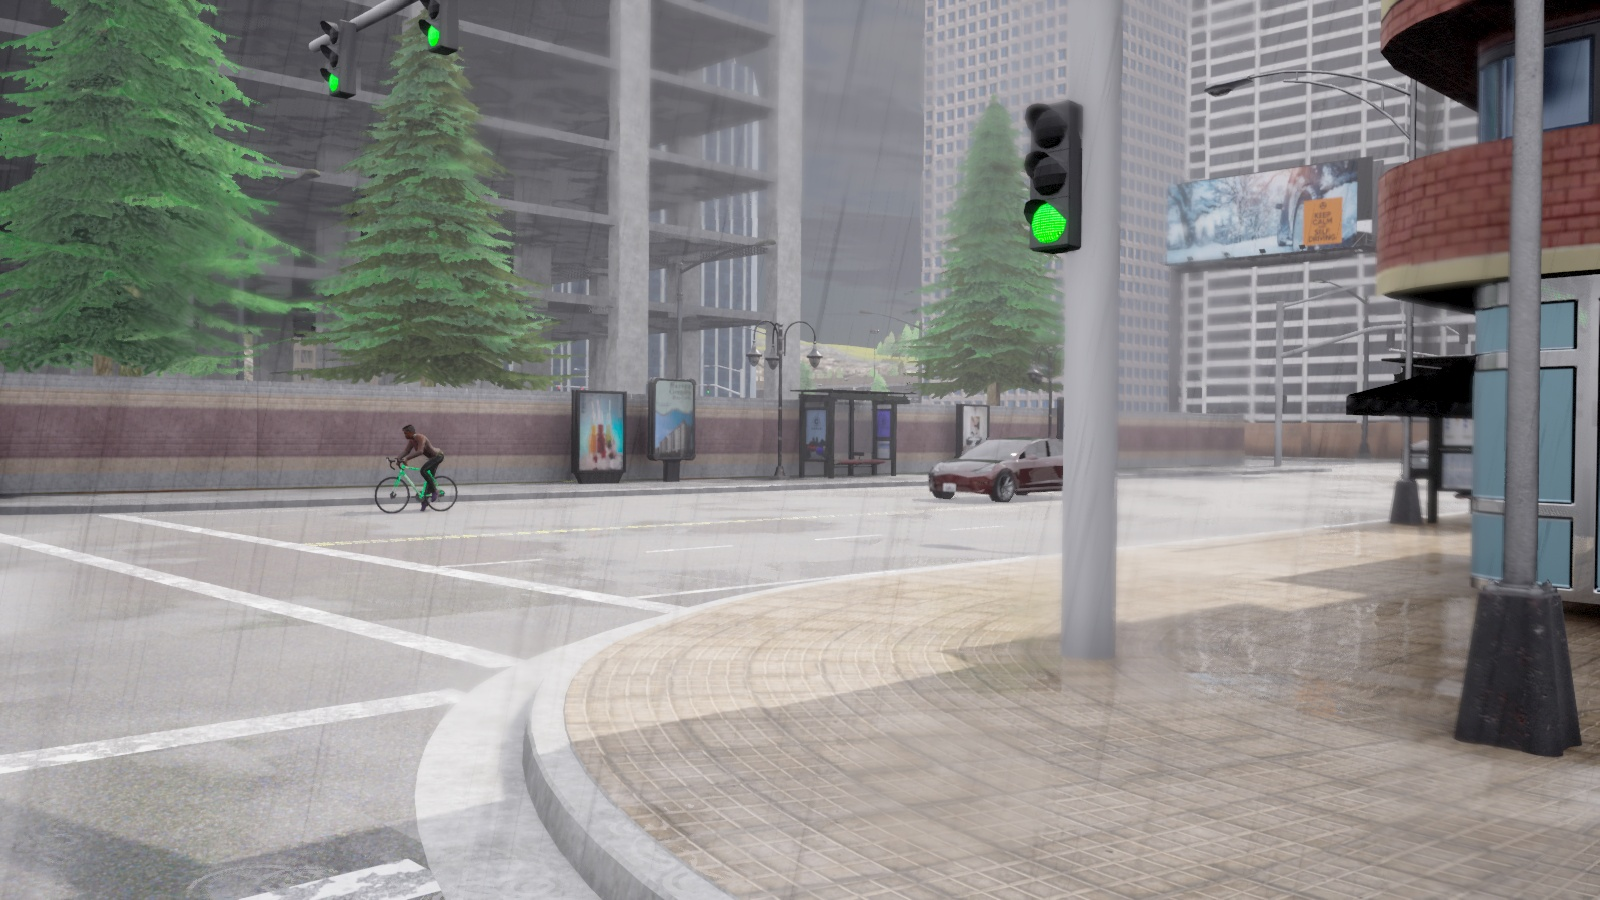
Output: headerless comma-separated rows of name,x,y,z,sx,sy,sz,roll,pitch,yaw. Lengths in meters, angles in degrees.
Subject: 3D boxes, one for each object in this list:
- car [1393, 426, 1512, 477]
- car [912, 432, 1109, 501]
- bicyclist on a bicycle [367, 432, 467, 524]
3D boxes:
car,20.864,-0.002,40.051,4.514,1.525,2.007,-1,1,-44
car,5.069,0.333,29.862,4.792,1.488,2.163,-1,1,-44
bicyclist on a bicycle,-7.053,0.487,23.169,1.656,1.620,0.582,-2,1,-44
